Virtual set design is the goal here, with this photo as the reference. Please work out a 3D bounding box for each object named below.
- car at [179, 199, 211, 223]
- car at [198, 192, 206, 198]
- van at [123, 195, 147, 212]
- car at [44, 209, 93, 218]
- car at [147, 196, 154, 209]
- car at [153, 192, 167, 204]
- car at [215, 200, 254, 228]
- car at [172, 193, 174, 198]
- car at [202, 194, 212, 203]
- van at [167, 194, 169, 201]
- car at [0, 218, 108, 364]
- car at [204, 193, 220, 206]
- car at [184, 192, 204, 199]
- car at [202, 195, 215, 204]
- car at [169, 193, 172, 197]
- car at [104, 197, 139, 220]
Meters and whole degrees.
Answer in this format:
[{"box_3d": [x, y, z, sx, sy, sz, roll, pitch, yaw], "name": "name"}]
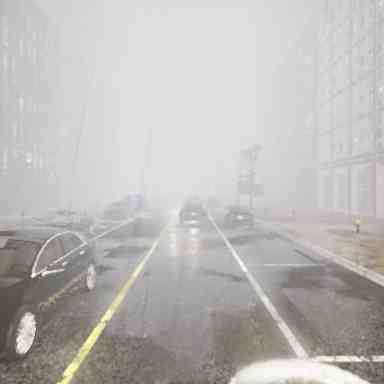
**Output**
[{"box_3d": [0.097, 1.407, 23.907, 1.994, 1.385, 4.181, 0, 0, 0], "name": "car"}, {"box_3d": [2.684, 0.831, 88.882, 1.967, 1.590, 4.097, 0, 0, 0], "name": "car"}, {"box_3d": [-5.690, 1.131, 31.977, 1.690, 1.788, 3.998, 0, 0, 0], "name": "van"}, {"box_3d": [-5.689, 1.454, 14.901, 2.008, 1.369, 4.403, 0, 0, 0], "name": "car"}, {"box_3d": [-5.692, 1.333, 37.670, 1.802, 1.307, 4.206, 0, 0, 0], "name": "car"}, {"box_3d": [-5.693, 1.073, 54.745, 1.967, 1.590, 4.097, 0, 0, 0], "name": "car"}, {"box_3d": [2.691, 1.432, 20.582, 1.947, 1.339, 4.313, 0, 0, 0], "name": "car"}, {"box_3d": [-5.697, 0.917, 88.727, 1.752, 1.417, 4.829, 0, 0, 0], "name": "car"}, {"box_3d": [2.687, 1.118, 60.594, 1.752, 1.417, 4.829, 0, 0, 0], "name": "car"}, {"box_3d": [-5.693, 0.934, 60.437, 1.690, 1.788, 3.998, 0, 0, 0], "name": "van"}, {"box_3d": [-3.098, 1.466, 5.876, 1.837, 1.490, 4.892, 0, 0, 0], "name": "car"}, {"box_3d": [2.689, 1.153, 43.348, 1.967, 1.590, 4.097, 0, 0, 0], "name": "car"}, {"box_3d": [0.096, 1.081, 40.901, 2.097, 1.767, 4.553, 0, 0, 0], "name": "car"}, {"box_3d": [2.687, 1.215, 54.733, 1.802, 1.307, 4.206, 0, 0, 0], "name": "car"}, {"box_3d": [-5.695, 1.119, 66.131, 1.947, 1.339, 4.313, 0, 0, 0], "name": "car"}, {"box_3d": [-5.690, 1.373, 26.286, 1.887, 1.381, 4.507, 0, 0, 0], "name": "car"}]
